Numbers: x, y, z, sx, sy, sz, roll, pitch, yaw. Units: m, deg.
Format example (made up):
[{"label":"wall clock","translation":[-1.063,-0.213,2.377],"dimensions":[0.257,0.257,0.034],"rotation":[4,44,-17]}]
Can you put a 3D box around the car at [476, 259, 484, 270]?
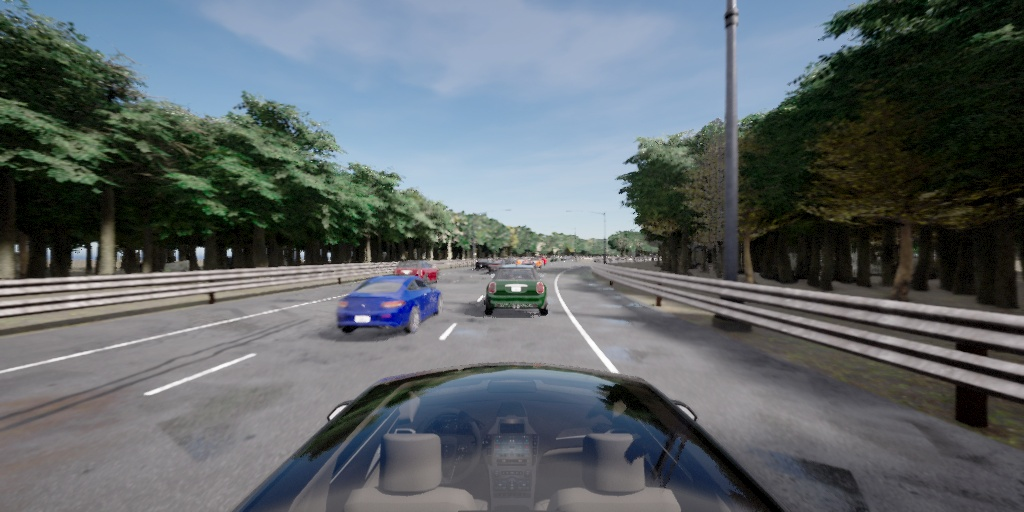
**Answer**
[{"label":"car","translation":[-3.986,1.203,52.394],"dimensions":[1.882,1.535,5.008],"rotation":[0,0,7]}]

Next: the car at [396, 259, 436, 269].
[{"label":"car","translation":[-6.327,1.092,24.027],"dimensions":[2.097,1.767,4.553],"rotation":[0,0,3]}]

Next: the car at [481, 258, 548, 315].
[{"label":"car","translation":[0.201,1.104,13.831],"dimensions":[2.097,1.767,4.553],"rotation":[0,0,2]}]

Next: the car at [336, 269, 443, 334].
[{"label":"car","translation":[-3.336,1.271,10.457],"dimensions":[1.812,1.442,4.674],"rotation":[0,0,2]}]

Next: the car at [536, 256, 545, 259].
[{"label":"car","translation":[4.117,1.079,61.120],"dimensions":[2.097,1.767,4.553],"rotation":[0,0,8]}]
